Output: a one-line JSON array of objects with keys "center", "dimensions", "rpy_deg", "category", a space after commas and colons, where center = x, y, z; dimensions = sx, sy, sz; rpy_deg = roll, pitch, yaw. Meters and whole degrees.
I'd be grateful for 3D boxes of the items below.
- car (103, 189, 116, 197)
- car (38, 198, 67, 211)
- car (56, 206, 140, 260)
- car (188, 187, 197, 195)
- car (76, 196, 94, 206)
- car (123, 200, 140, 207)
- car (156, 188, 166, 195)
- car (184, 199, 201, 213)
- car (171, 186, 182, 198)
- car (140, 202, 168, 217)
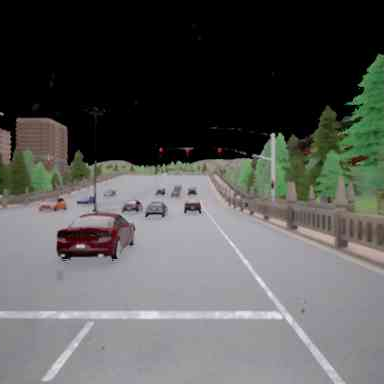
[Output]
[{"center": [-17.447, 0.235, 70.656], "dimensions": [2.128, 1.511, 4.902], "rpy_deg": [0, 5, 0], "category": "car"}, {"center": [-17.597, 1.499, 42.223], "dimensions": [2.097, 1.767, 4.553], "rpy_deg": [0, 0, 0], "category": "car"}, {"center": [-3.408, 1.524, 12.648], "dimensions": [1.882, 1.535, 5.008], "rpy_deg": [0, 0, 0], "category": "car"}, {"center": [0.075, -0.315, 75.038], "dimensions": [1.837, 1.490, 4.892], "rpy_deg": [0, 7, 0], "category": "car"}, {"center": [-17.567, 1.393, 55.212], "dimensions": [1.882, 1.535, 5.008], "rpy_deg": [0, 2, 1], "category": "car"}, {"center": [-6.932, 1.663, 38.961], "dimensions": [1.812, 1.442, 4.674], "rpy_deg": [0, 0, 0], "category": "car"}, {"center": [-6.929, -0.215, 74.246], "dimensions": [1.837, 1.490, 4.892], "rpy_deg": [0, 7, 0], "category": "car"}, {"center": [0.081, 1.616, 39.490], "dimensions": [1.882, 1.535, 5.008], "rpy_deg": [0, 0, 0], "category": "car"}, {"center": [-3.450, 0.292, 70.099], "dimensions": [2.033, 1.411, 5.357], "rpy_deg": [0, 7, 0], "category": "car"}, {"center": [-3.416, 1.666, 32.591], "dimensions": [2.033, 1.411, 5.357], "rpy_deg": [0, 0, 0], "category": "car"}]
